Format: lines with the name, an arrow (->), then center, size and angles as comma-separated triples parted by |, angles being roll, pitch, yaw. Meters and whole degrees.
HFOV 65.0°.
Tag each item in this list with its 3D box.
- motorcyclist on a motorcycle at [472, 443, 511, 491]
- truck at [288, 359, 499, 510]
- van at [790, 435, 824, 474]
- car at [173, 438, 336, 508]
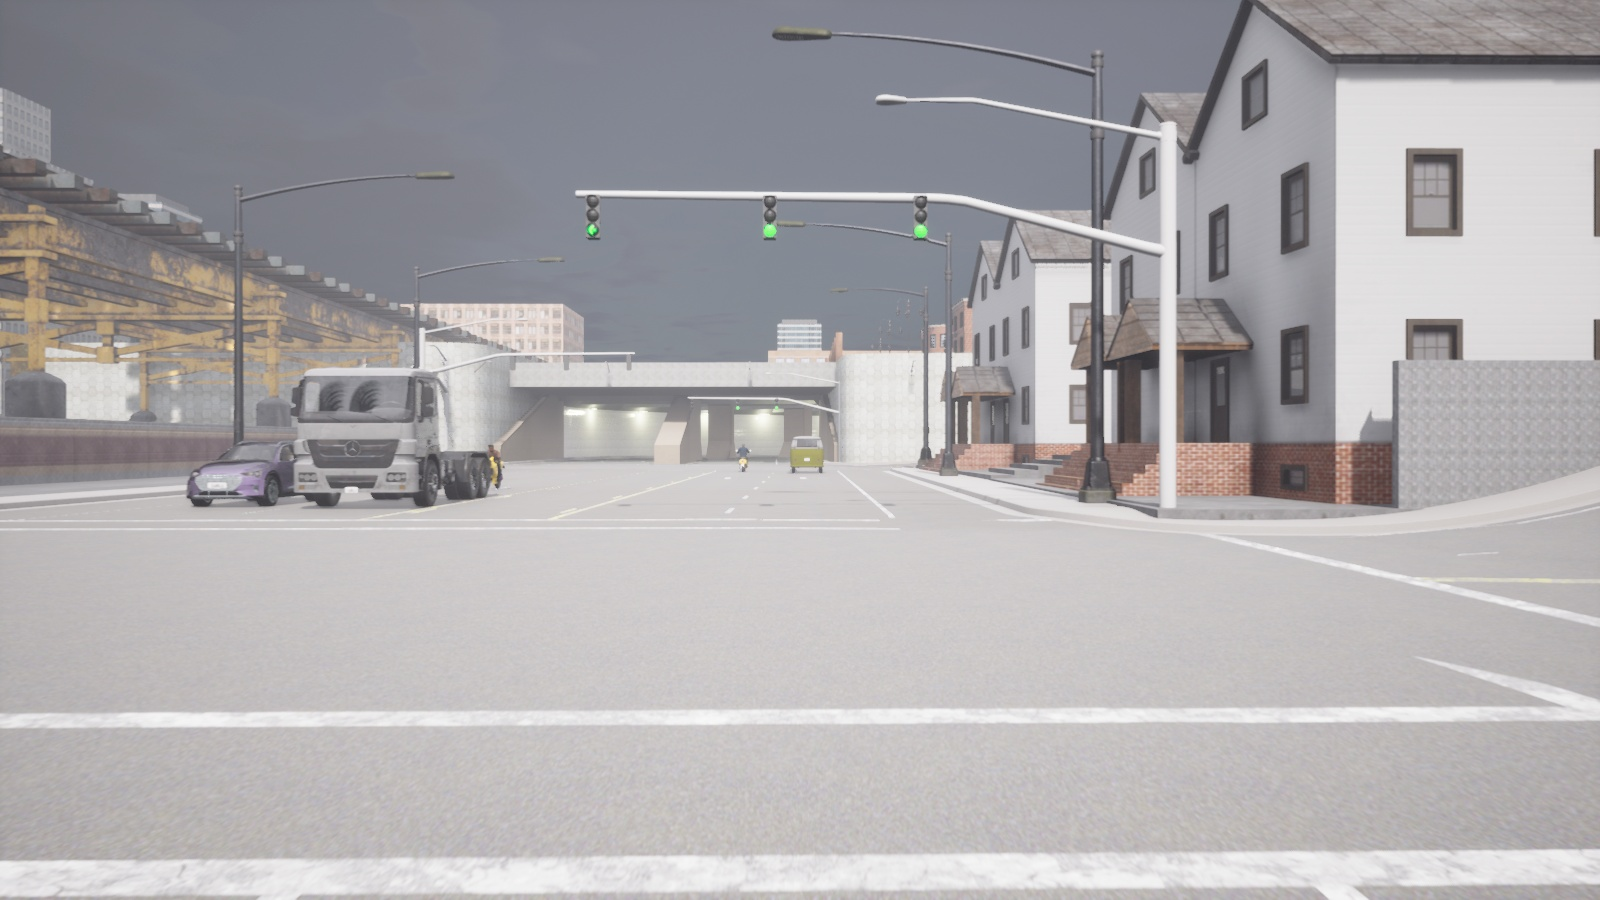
motorcyclist on a motorcycle -> -10.260, 0.544, 41.794 | 0.797, 1.523, 2.044 | 0, 1, 0
truck -> -10.303, -0.378, 32.855 | 2.891, 3.462, 7.936 | 0, 0, 0
van -> 0.382, 0.223, 67.771 | 1.775, 1.987, 4.442 | 0, 0, 0
car -> -13.811, 0.534, 32.157 | 2.033, 1.649, 4.856 | 0, 0, 0
